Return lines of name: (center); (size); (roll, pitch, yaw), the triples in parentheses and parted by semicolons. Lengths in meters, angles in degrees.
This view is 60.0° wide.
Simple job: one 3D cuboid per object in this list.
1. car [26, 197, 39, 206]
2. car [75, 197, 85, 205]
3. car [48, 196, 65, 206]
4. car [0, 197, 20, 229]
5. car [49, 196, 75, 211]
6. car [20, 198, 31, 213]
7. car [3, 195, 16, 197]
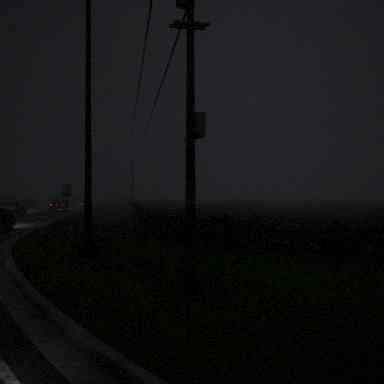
car: (-26.075, 1.556, 53.507); (1.994, 1.385, 4.181); (0, 0, -12)
car: (-20.322, 1.556, 60.143); (1.994, 1.385, 4.181); (0, 0, -12)
car: (-23.379, 1.469, 57.678); (1.882, 1.535, 5.008); (0, 0, -12)
car: (-11.505, 1.347, 18.401); (2.097, 1.767, 4.553); (0, 0, -12)
car: (-16.323, 1.542, 41.207); (2.033, 1.411, 5.357); (0, 0, -12)
car: (-18.407, 1.595, 34.143); (1.895, 1.301, 4.718); (0, 0, -12)
car: (-29.984, 1.343, 55.071); (2.097, 1.767, 4.553); (0, 0, -12)
